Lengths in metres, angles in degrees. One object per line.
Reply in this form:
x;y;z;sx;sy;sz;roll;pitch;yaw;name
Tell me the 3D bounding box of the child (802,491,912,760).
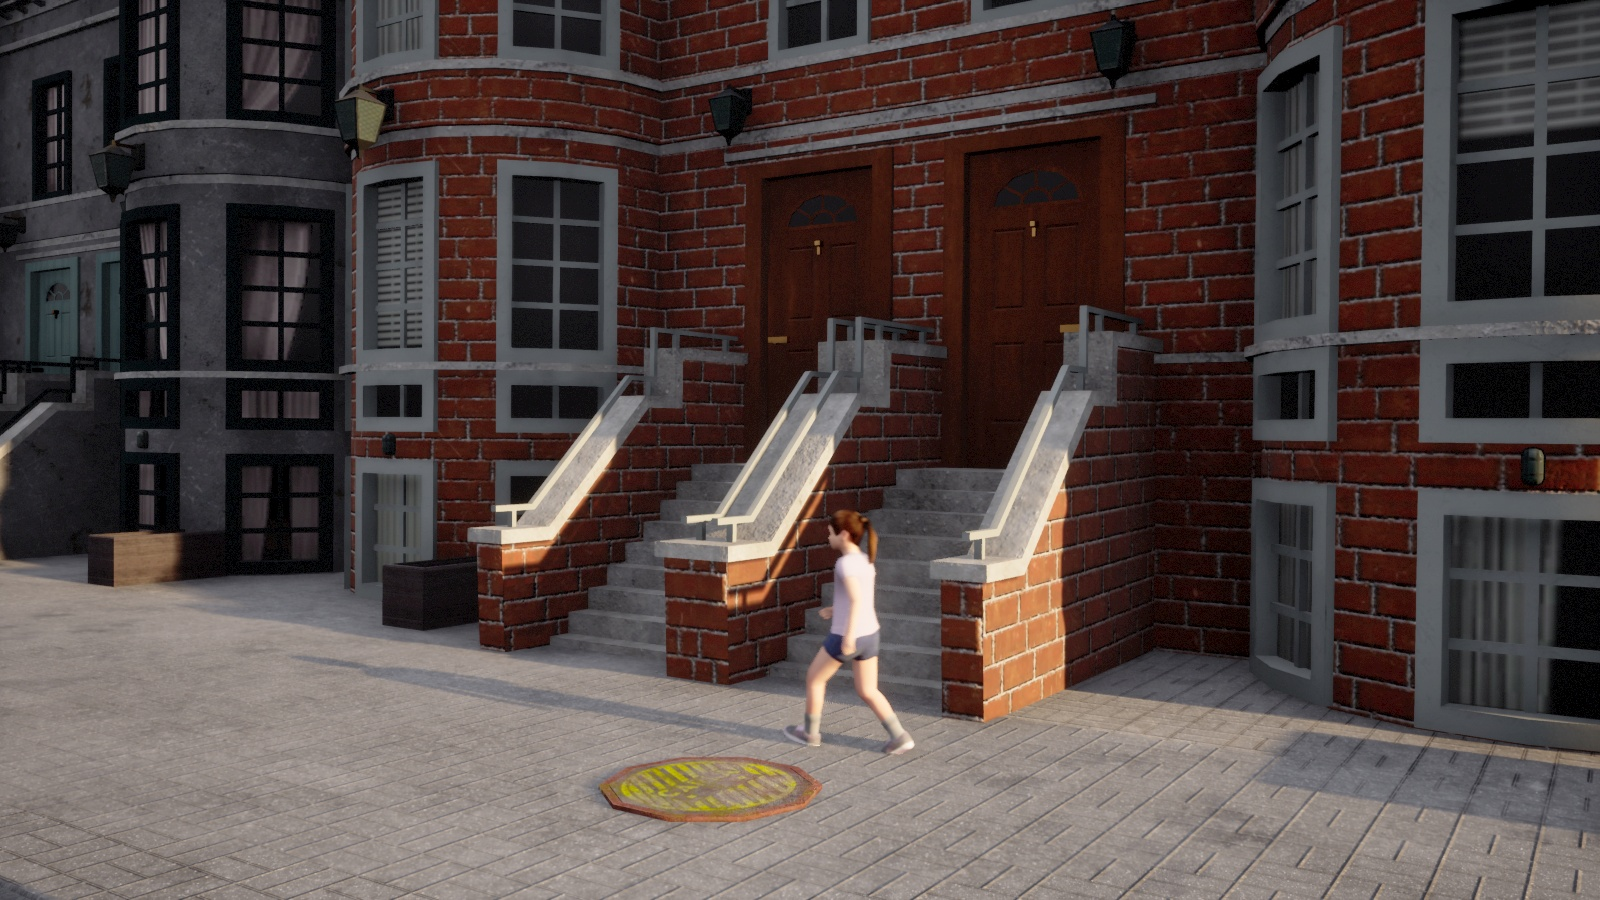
0.247;0.744;5.478;0.394;1.110;0.255;0;1;33;child
